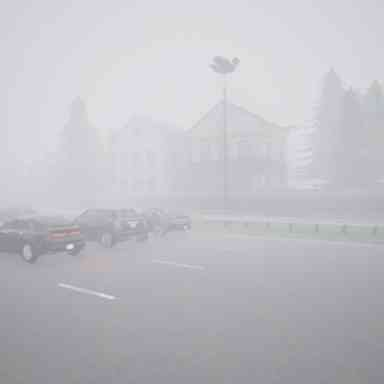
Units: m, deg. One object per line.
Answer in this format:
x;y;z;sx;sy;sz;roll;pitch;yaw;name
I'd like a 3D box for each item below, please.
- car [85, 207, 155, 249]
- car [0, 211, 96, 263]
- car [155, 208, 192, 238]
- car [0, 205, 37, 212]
-4.247;1.496;15.554;4.553;1.767;2.097;-1;-1;36;car
-6.025;1.643;12.518;4.892;1.490;1.837;-2;-1;36;car
-2.289;1.637;18.457;4.902;1.511;2.128;-1;0;36;car
-14.497;1.813;27.171;4.902;1.511;2.128;-1;0;36;car
